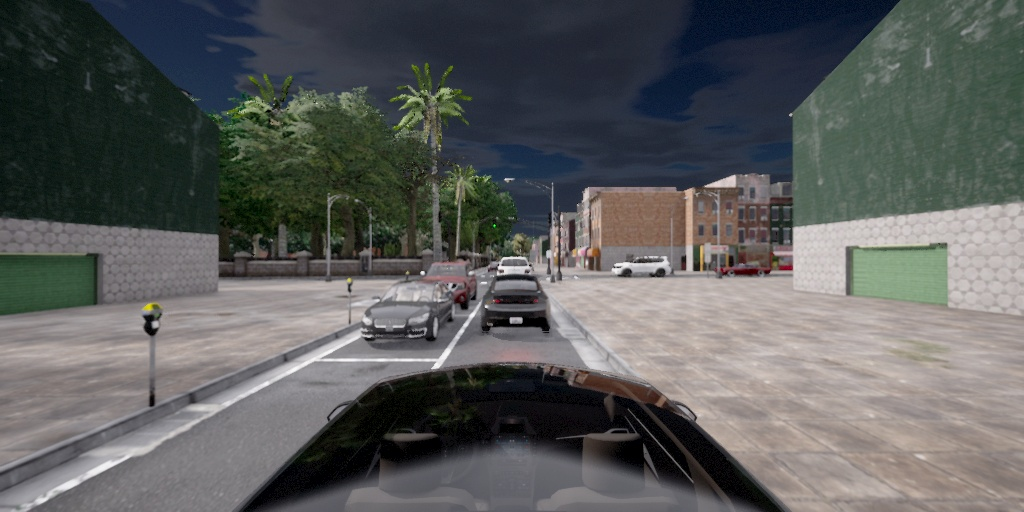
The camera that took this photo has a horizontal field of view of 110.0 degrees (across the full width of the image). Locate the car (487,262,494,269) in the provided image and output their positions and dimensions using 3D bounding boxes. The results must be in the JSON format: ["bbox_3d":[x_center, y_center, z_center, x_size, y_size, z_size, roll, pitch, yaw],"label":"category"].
[{"bbox_3d":[-2.617,1.593,53.495,1.967,1.591,4.097,0,0,0],"label":"car"}]

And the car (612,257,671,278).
[{"bbox_3d":[12.870,1.099,35.720,5.566,2.045,2.150,0,0,0],"label":"car"}]

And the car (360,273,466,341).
[{"bbox_3d":[-2.635,1.348,9.887,2.007,1.370,4.403,0,0,0],"label":"car"}]

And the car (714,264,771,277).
[{"bbox_3d":[22.878,1.416,35.726,4.718,1.301,1.895,0,0,0],"label":"car"}]

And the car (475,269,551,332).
[{"bbox_3d":[0.101,1.311,11.063,1.837,1.490,4.892,0,0,0],"label":"car"}]

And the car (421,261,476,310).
[{"bbox_3d":[-2.633,1.147,15.350,2.192,1.841,5.009,0,0,0],"label":"car"}]

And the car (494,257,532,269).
[{"bbox_3d":[0.189,1.120,24.597,2.150,2.045,5.566,0,0,1],"label":"car"}]
